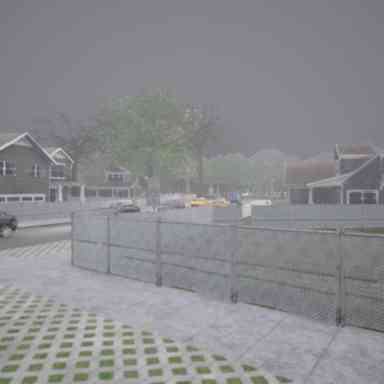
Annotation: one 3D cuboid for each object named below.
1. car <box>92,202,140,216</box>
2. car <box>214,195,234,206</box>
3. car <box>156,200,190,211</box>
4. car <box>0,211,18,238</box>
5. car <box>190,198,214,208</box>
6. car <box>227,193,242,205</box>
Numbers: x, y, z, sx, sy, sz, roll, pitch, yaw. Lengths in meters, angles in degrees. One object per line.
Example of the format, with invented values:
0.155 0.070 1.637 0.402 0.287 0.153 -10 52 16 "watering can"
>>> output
-5.945 1.580 26.444 2.128 1.511 4.902 0 0 22 "car"
4.052 1.557 45.725 1.882 1.535 5.008 0 0 17 "car"
-2.202 1.618 36.286 1.837 1.490 4.892 0 0 20 "car"
-10.459 1.529 15.342 1.837 1.490 4.892 0 0 20 "car"
1.079 1.559 45.829 1.882 1.535 5.008 0 0 18 "car"
6.984 1.233 55.675 2.150 2.045 5.566 0 0 15 "car"
